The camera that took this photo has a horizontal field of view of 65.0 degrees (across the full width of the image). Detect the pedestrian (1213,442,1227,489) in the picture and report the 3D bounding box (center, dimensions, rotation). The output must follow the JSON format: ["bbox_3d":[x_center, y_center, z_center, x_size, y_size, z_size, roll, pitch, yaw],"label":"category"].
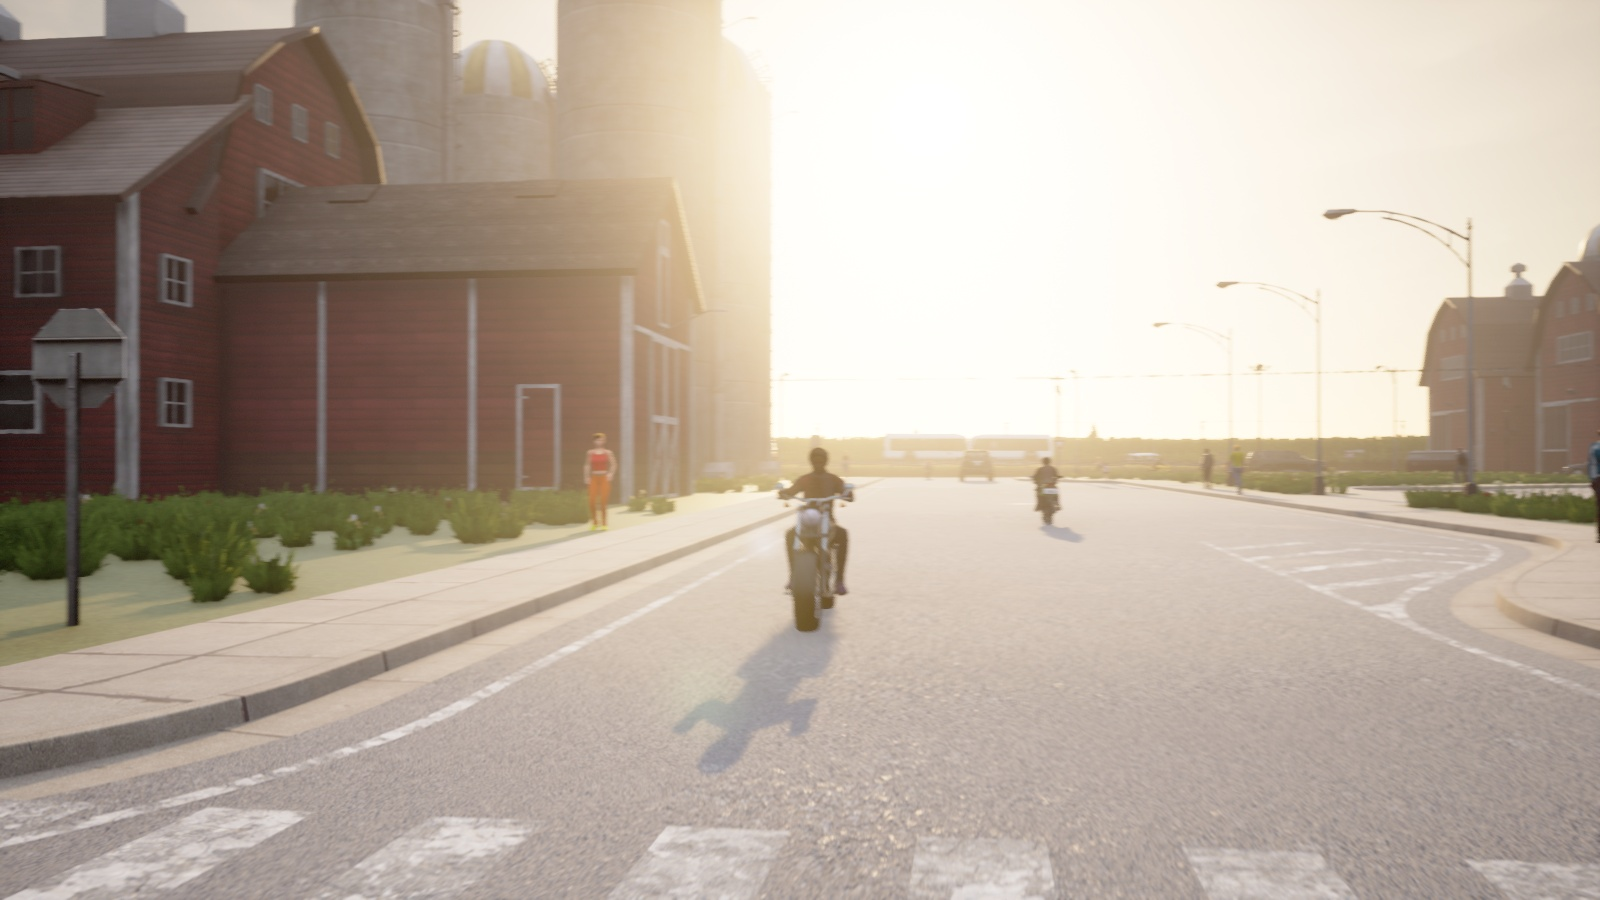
[{"bbox_3d":[17.776,0.655,53.156,0.423,1.949,0.788,0,0,6],"label":"pedestrian"}]

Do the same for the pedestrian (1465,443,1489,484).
[{"bbox_3d":[31.526,0.614,58.508,0.849,1.883,0.563,0,0,-22],"label":"pedestrian"}]

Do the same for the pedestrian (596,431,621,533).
[{"bbox_3d":[-3.491,0.573,22.908,0.345,1.836,0.594,0,0,2],"label":"pedestrian"}]

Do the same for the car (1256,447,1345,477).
[{"bbox_3d":[35.794,0.861,89.910,5.566,2.045,2.150,0,0,8],"label":"car"}]

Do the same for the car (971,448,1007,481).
[{"bbox_3d":[12.240,0.937,81.505,2.150,2.045,5.566,0,0,7],"label":"car"}]

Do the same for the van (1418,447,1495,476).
[{"bbox_3d":[45.188,0.794,86.427,4.442,1.987,1.775,-1,-1,36],"label":"van"}]

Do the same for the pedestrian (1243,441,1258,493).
[{"bbox_3d":[16.132,0.610,44.945,0.354,1.836,0.706,0,0,7],"label":"pedestrian"}]

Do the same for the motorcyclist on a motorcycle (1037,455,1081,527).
[{"bbox_3d":[5.725,0.882,27.856,0.797,1.523,2.044,0,0,7],"label":"motorcyclist on a motorcycle"}]

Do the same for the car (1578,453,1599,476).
[{"bbox_3d":[54.279,0.937,82.677,4.892,1.490,1.837,-1,-1,42],"label":"car"}]

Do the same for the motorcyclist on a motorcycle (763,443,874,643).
[{"bbox_3d":[0.218,0.773,11.547,0.766,1.649,2.350,0,0,7],"label":"motorcyclist on a motorcycle"}]
